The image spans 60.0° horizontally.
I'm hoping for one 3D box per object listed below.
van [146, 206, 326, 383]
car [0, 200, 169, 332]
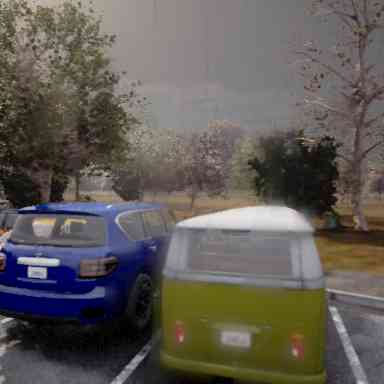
[{"bbox_3d":[1.034,1.259,5.480,1.878,1.987,4.442,0,-1,16],"label":"van"},{"bbox_3d":[-1.388,1.229,7.124,2.435,2.045,5.566,0,-1,16],"label":"car"}]
